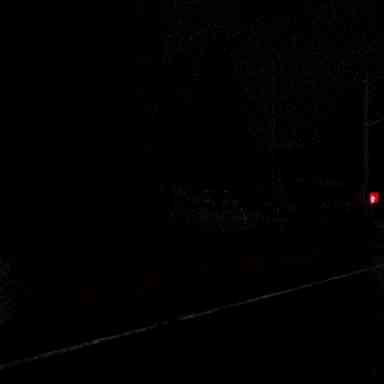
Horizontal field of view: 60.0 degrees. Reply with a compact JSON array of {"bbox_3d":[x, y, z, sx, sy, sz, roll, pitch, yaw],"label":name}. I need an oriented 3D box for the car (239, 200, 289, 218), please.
[{"bbox_3d":[6.473,1.493,30.358,1.882,1.535,5.008,0,0,-37],"label":"car"}]

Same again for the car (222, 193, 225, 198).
[{"bbox_3d":[6.976,1.092,94.342,1.905,1.878,3.866,0,0,-37],"label":"car"}]

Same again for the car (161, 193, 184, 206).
[{"bbox_3d":[-3.692,1.367,50.066,2.097,1.767,4.553,0,0,-35],"label":"car"}]

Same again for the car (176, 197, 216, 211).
[{"bbox_3d":[0.453,1.579,38.347,1.994,1.385,4.181,0,0,-36],"label":"car"}]

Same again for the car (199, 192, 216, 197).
[{"bbox_3d":[4.889,1.112,92.279,1.932,1.855,4.605,0,0,-37],"label":"car"}]
